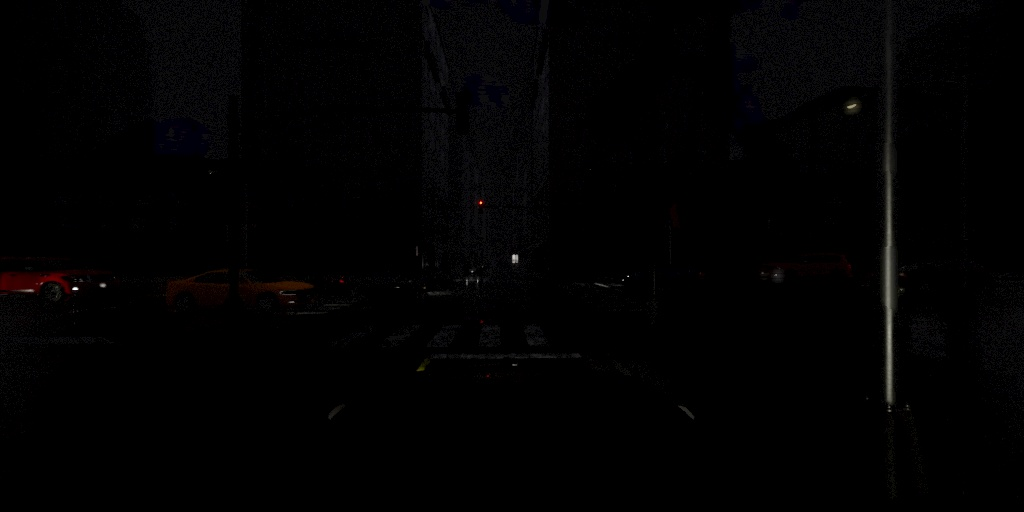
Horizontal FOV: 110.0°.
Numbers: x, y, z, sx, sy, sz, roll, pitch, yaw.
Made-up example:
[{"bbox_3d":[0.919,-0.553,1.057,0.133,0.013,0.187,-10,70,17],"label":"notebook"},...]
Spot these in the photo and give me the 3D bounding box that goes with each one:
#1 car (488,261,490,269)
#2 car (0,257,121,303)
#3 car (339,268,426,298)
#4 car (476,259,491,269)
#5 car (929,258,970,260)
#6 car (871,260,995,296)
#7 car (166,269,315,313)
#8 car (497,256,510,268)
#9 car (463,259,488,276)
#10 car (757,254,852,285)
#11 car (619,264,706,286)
[{"bbox_3d":[-4.263,1.284,47.893,1.837,1.490,4.892,0,0,-2],"label":"car"},{"bbox_3d":[-22.026,1.049,16.820,5.566,2.045,2.150,0,0,-2],"label":"car"},{"bbox_3d":[-6.607,1.329,18.467,4.181,1.385,1.994,0,0,-18],"label":"car"},{"bbox_3d":[-4.542,1.282,58.289,2.128,1.511,4.902,0,0,-1],"label":"car"},{"bbox_3d":[30.072,0.981,25.122,4.553,1.767,2.097,0,0,-2],"label":"car"},{"bbox_3d":[21.211,1.136,18.156,5.008,1.535,1.882,0,0,-2],"label":"car"},{"bbox_3d":[-10.128,1.258,13.578,5.008,1.535,1.882,0,0,3],"label":"car"},{"bbox_3d":[-1.518,1.147,63.748,2.097,1.767,4.553,0,0,0],"label":"car"},{"bbox_3d":[-3.982,1.260,37.514,2.128,1.511,4.902,0,0,-2],"label":"car"},{"bbox_3d":[20.180,0.883,24.826,5.566,2.045,2.150,0,0,-2],"label":"car"},{"bbox_3d":[10.222,1.243,24.519,5.357,1.411,2.033,0,0,-2],"label":"car"}]
